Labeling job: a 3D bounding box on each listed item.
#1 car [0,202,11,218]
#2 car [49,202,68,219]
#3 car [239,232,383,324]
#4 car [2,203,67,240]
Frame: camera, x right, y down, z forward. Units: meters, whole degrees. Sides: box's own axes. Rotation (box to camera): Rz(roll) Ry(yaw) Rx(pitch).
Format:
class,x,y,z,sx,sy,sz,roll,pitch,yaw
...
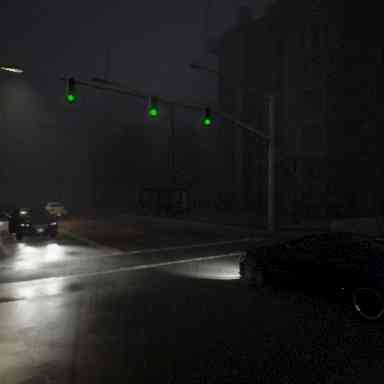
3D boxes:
class,x,y,z,sx,sy,sz,roll,pitch,yaw
car,-16.051,1.613,28.641,1.812,1.442,4.674,1,0,-35
car,-12.392,1.639,29.653,1.812,1.442,4.674,1,0,-35
car,3.002,1.589,7.418,1.994,1.385,4.181,1,-1,-35
car,-8.563,1.559,17.800,2.128,1.511,4.902,1,0,-35
